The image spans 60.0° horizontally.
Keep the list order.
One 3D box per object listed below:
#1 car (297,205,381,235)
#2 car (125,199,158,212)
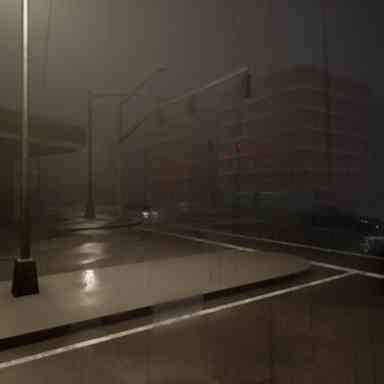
[{"bbox_3d":[8.296,1.520,19.162,1.812,1.442,4.674,0,0,-34],"label":"car"},{"bbox_3d":[-6.066,1.538,38.976,2.033,1.411,5.357,0,0,-36],"label":"car"}]
